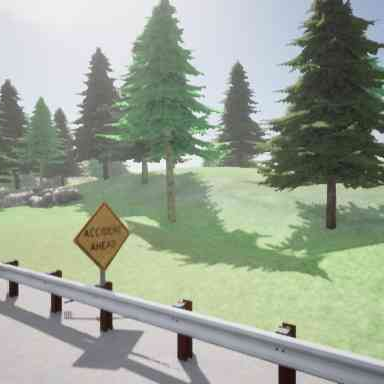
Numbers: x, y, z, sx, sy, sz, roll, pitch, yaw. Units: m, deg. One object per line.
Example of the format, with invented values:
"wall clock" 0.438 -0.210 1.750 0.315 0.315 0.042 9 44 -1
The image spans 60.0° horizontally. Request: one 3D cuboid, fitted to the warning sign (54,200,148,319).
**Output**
"warning sign" -1.645 1.099 6.131 1.060 1.860 1.300 0 0 36
